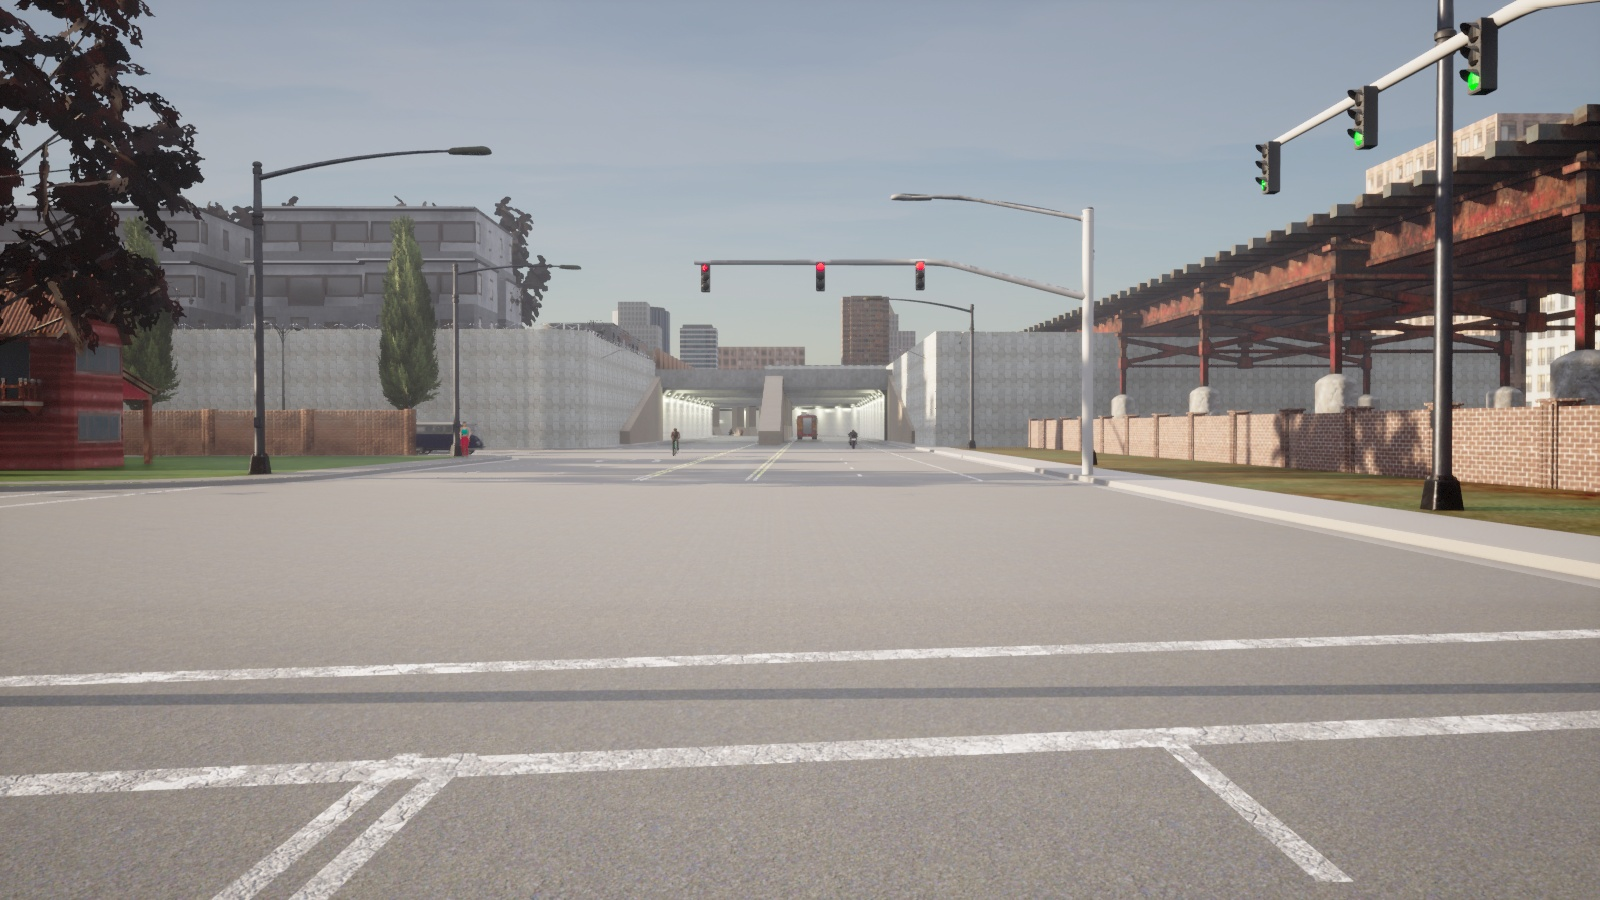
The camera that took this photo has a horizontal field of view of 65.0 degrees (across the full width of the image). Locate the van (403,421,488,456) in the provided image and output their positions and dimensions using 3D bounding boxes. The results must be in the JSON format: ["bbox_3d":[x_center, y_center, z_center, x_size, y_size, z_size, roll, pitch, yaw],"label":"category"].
[{"bbox_3d":[-20.690,-0.679,73.354,4.442,1.987,1.775,0,1,0],"label":"van"}]

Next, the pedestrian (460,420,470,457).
[{"bbox_3d":[-16.744,-0.589,62.692,0.345,1.836,0.594,0,1,-1],"label":"pedestrian"}]
